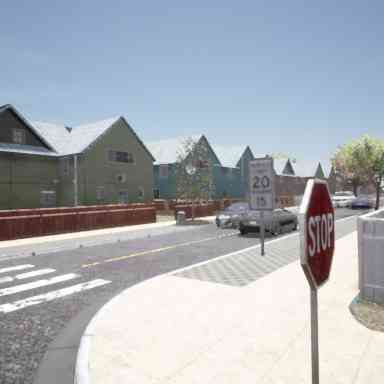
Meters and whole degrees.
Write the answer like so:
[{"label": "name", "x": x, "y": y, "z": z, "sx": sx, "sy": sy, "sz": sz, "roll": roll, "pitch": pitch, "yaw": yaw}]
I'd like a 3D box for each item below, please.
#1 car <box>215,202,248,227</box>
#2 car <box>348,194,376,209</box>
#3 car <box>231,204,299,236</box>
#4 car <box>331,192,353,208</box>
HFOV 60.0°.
[{"label": "car", "x": 3.309, "y": 1.407, "z": 21.273, "sx": 2.128, "sy": 1.511, "sz": 4.902, "roll": -2, "pitch": -1, "yaw": 37}, {"label": "car", "x": 19.787, "y": 1.249, "z": 38.336, "sx": 1.994, "sy": 1.385, "sz": 4.181, "roll": -2, "pitch": -1, "yaw": 37}, {"label": "car", "x": 4.108, "y": 1.426, "z": 17.417, "sx": 1.994, "sy": 1.385, "sz": 4.181, "roll": -2, "pitch": -1, "yaw": 37}, {"label": "car", "x": 19.072, "y": 0.971, "z": 42.161, "sx": 2.150, "sy": 2.045, "sz": 5.566, "roll": -2, "pitch": -1, "yaw": 37}]
